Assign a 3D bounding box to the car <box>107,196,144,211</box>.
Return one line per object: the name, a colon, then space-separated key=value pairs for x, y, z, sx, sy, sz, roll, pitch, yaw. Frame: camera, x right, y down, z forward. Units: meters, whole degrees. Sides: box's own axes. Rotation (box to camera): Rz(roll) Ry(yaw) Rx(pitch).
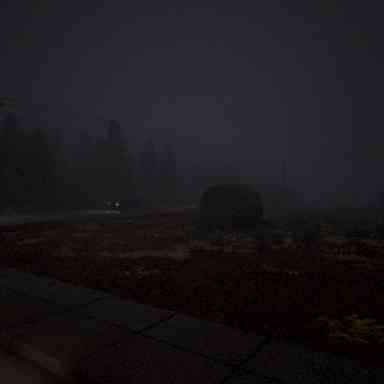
car: x=-7.960 y=1.329 z=39.909 sx=2.097 sy=1.767 sz=4.553 roll=0 pitch=0 yaw=37
